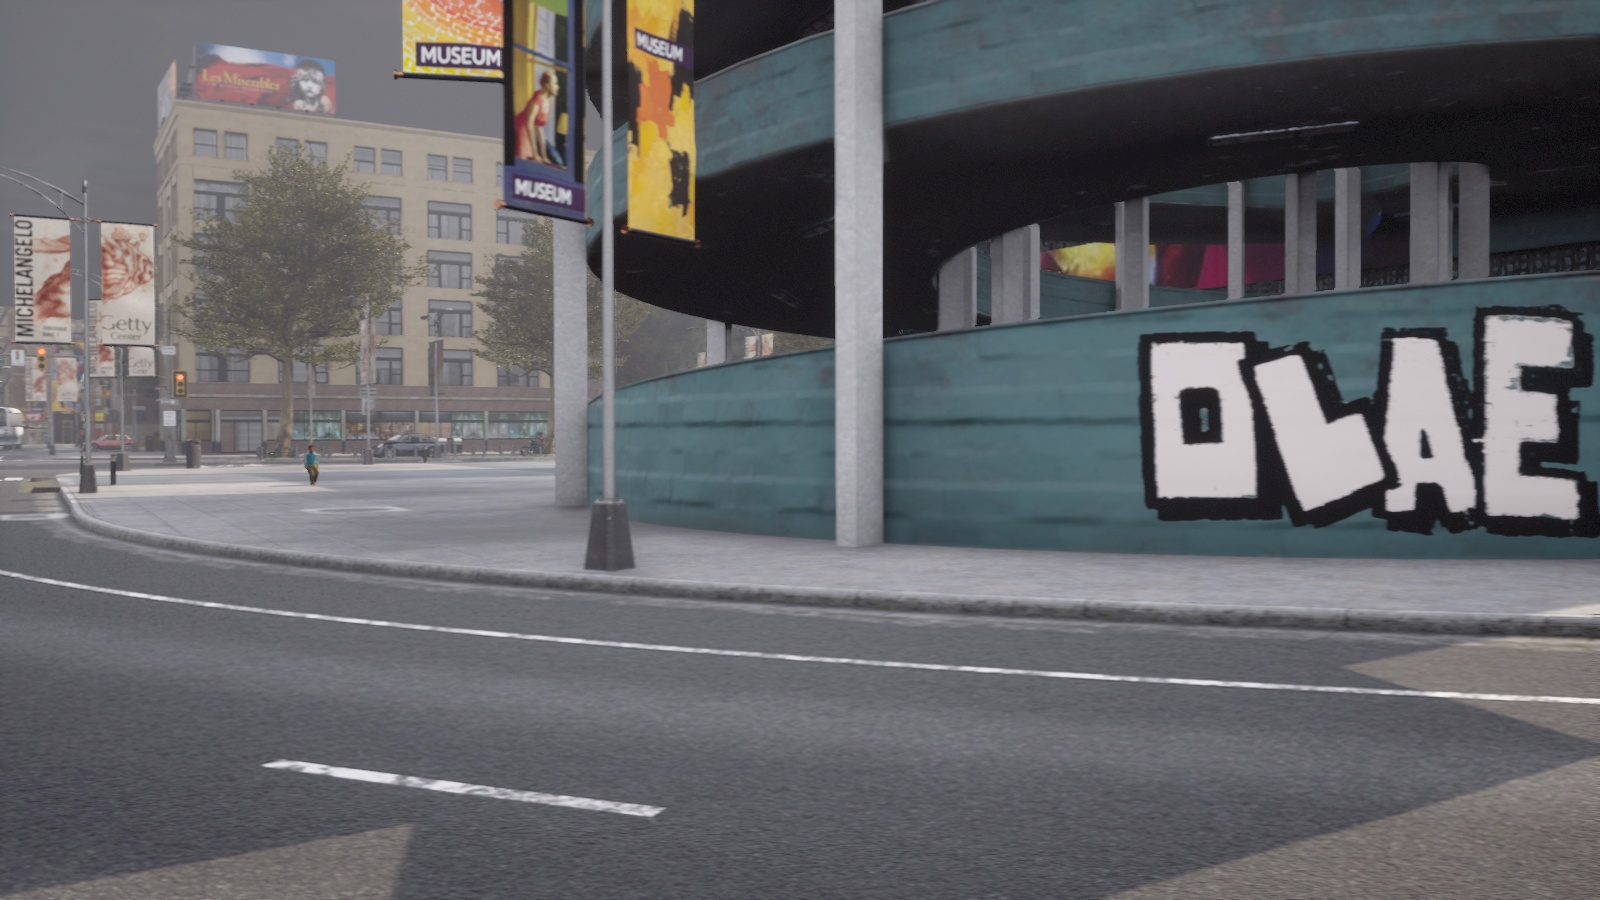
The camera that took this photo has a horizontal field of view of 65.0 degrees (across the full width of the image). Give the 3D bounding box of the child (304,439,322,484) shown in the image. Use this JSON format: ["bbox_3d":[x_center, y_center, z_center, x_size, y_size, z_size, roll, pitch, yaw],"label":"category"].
[{"bbox_3d":[-13.039,0.307,33.620,0.343,1.192,0.448,0,1,-33],"label":"child"}]

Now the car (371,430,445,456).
[{"bbox_3d":[-22.971,-0.404,73.582,3.806,1.475,1.970,0,1,-31],"label":"car"}]
